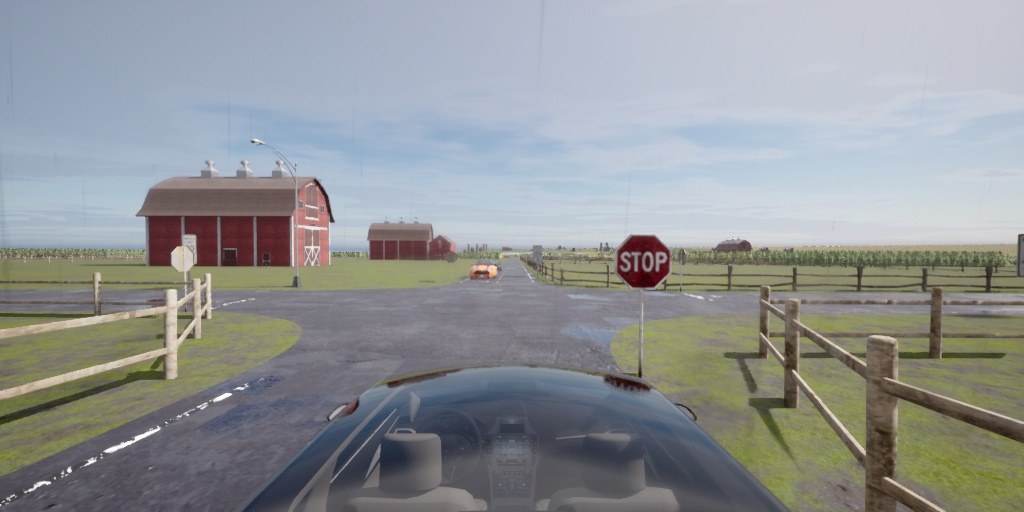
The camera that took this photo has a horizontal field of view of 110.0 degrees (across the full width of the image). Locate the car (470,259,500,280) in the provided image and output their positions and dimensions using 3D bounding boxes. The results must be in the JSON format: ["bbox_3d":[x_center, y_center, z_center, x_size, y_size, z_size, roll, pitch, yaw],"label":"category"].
[{"bbox_3d":[-2.428,1.093,31.492,2.097,1.767,4.553,0,0,1],"label":"car"}]

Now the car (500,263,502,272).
[{"bbox_3d":[-2.267,1.309,46.081,1.994,1.385,4.181,0,0,1],"label":"car"}]
